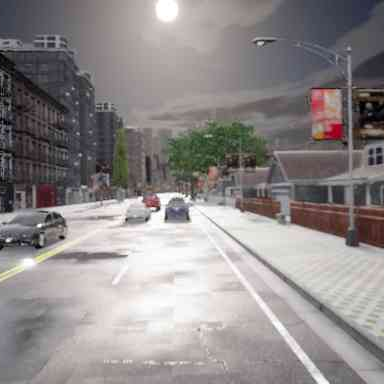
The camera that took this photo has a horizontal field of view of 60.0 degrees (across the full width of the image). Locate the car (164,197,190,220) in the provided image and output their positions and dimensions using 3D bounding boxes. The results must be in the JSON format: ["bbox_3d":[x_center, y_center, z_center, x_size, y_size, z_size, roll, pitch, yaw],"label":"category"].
[{"bbox_3d":[-1.304,1.410,29.049,2.097,1.767,4.553,-1,0,-2],"label":"car"}]

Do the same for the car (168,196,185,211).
[{"bbox_3d":[-2.002,1.432,44.119,2.097,1.767,4.553,-1,0,-2],"label":"car"}]

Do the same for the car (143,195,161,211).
[{"bbox_3d":[-5.231,1.356,43.063,2.150,2.045,5.566,-1,0,-1],"label":"car"}]

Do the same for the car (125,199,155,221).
[{"bbox_3d":[-4.496,1.636,28.184,1.812,1.442,4.674,-1,0,-2],"label":"car"}]

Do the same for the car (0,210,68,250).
[{"bbox_3d":[-7.266,1.650,15.408,1.837,1.490,4.892,-1,0,-3],"label":"car"}]
